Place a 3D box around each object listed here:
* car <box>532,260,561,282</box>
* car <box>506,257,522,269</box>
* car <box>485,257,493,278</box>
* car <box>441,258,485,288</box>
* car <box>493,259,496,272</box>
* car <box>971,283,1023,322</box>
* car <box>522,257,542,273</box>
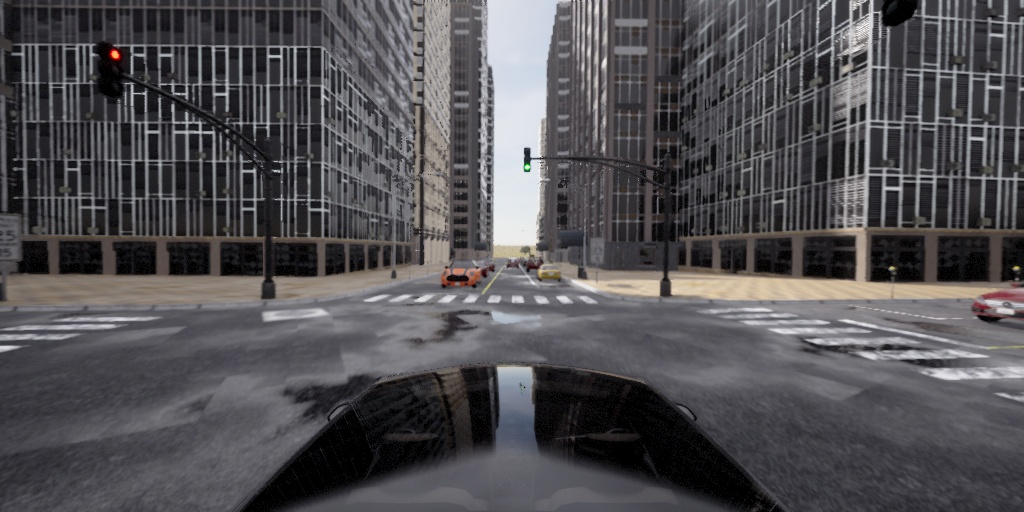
[{"bbox_3d":[2.835,1.224,28.214,1.751,1.417,4.829,0,0,0],"label":"car"},{"bbox_3d":[0.133,1.181,54.762,1.812,1.442,4.674,1,0,0],"label":"car"},{"bbox_3d":[-3.075,1.119,32.499,1.882,1.535,5.008,1,0,0],"label":"car"},{"bbox_3d":[-3.079,0.997,22.564,2.097,1.767,4.553,1,0,0],"label":"car"},{"bbox_3d":[-3.057,0.987,42.543,2.097,1.767,4.553,1,0,0],"label":"car"},{"bbox_3d":[15.413,1.216,9.707,4.674,1.442,1.812,0,1,-5],"label":"car"},{"bbox_3d":[2.752,1.004,43.295,2.192,1.841,5.009,0,0,0],"label":"car"}]
